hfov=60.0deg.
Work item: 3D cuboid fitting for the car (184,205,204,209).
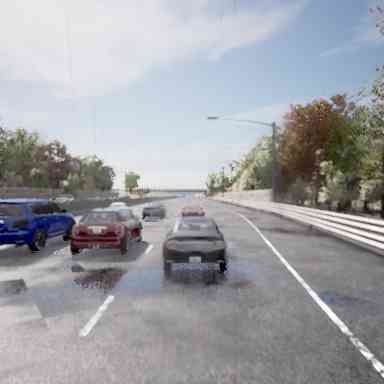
[{"bbox_3d":[0.092,1.793,29.126,1.895,1.301,4.718,0,0,0],"label":"car"}]

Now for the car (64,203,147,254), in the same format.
[{"bbox_3d":[-3.408,1.442,14.073,2.097,1.767,4.553,0,0,0],"label":"car"}]

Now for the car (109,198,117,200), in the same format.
[{"bbox_3d":[-17.514,1.963,74.498,1.994,1.385,4.181,0,0,0],"label":"car"}]

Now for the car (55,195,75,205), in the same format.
[{"bbox_3d":[-28.014,1.675,73.636,2.150,2.045,5.566,0,0,0],"label":"car"}]

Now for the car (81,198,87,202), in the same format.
[{"bbox_3d":[-24.514,2.004,74.466,1.895,1.301,4.718,0,0,0],"label":"car"}]

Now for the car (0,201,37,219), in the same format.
[{"bbox_3d":[-17.601,1.696,33.140,1.882,1.535,5.008,0,0,0],"label":"car"}]

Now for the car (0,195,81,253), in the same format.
[{"bbox_3d":[-6.905,1.313,14.349,2.150,2.045,5.566,0,0,0],"label":"car"}]

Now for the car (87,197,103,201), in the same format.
[{"bbox_3d":[-21.014,1.929,73.665,1.882,1.535,5.008,0,0,0],"label":"car"}]

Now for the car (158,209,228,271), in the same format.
[{"bbox_3d":[0.091,1.565,11.166,2.128,1.511,4.902,0,0,0],"label":"car"}]

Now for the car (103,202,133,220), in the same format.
[{"bbox_3d":[-6.907,1.735,31.704,1.812,1.442,4.674,0,0,0],"label":"car"}]

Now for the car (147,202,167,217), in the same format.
[{"bbox_3d":[-3.408,1.694,30.681,2.128,1.511,4.902,0,0,0],"label":"car"}]
